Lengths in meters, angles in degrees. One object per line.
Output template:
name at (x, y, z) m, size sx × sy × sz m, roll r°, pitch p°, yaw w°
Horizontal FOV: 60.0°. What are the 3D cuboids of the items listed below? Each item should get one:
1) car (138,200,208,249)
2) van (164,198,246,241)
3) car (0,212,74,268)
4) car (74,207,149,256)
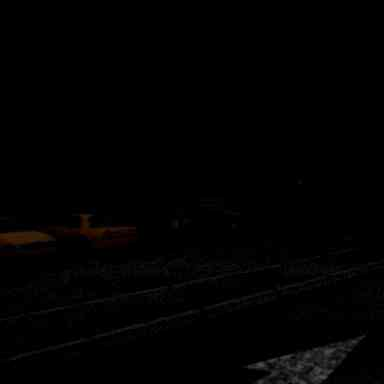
car at (-1.932, 1.375, 14.865) m, size 4.553 × 1.767 × 2.185 m, roll -1°, pitch -1°, yaw 34°
van at (0.513, 1.275, 16.594) m, size 4.442 × 1.987 × 1.878 m, roll -1°, pitch -1°, yaw 33°
car at (-6.582, 1.491, 11.286) m, size 5.366 × 1.575 × 1.946 m, roll -1°, pitch -1°, yaw 34°
car at (-4.497, 1.498, 13.231) m, size 5.366 × 1.575 × 1.946 m, roll -1°, pitch -1°, yaw 34°
